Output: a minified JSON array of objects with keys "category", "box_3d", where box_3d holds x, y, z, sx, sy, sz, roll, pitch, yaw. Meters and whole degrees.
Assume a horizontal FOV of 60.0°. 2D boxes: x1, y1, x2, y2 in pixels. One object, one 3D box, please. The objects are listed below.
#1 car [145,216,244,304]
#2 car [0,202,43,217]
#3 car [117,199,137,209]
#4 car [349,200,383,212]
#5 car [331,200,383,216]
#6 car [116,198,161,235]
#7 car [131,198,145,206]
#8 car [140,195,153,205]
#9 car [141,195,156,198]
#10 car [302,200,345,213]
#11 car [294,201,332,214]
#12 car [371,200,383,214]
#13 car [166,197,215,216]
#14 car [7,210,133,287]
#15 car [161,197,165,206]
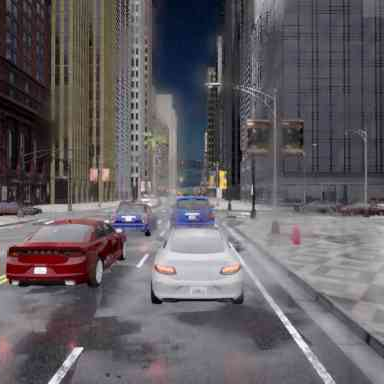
[{"category":"car","box_3d":[0.105,1.534,8.020,1.812,1.442,4.674,0,0,0]},{"category":"car","box_3d":[-17.420,1.699,32.163,5.357,1.411,2.033,0,-1,0]},{"category":"car","box_3d":[-9.810,1.776,50.877,2.033,1.411,5.357,0,0,0]},{"category":"car","box_3d":[20.853,1.641,38.719,4.313,1.339,1.947,0,0,-1]},{"category":"car","box_3d":[15.337,1.575,30.112,4.206,1.307,1.802,0,0,-1]},{"category":"car","box_3d":[-3.136,1.390,18.619,2.097,1.767,4.553,0,0,0]},{"category":"car","box_3d":[-9.774,1.824,60.786,1.812,1.442,4.674,0,0,1]},{"category":"car","box_3d":[-9.697,1.606,71.360,2.150,2.045,5.566,0,0,0]},{"category":"car","box_3d":[-6.561,1.450,50.918,2.150,2.045,5.566,0,0,0]},{"category":"car","box_3d":[15.213,1.660,38.635,4.313,1.339,1.947,0,0,-1]},{"category":"car","box_3d":[13.224,1.633,35.852,4.181,1.385,1.994,0,-1,-1]},{"category":"car","box_3d":[22.231,1.564,35.984,4.674,1.442,1.812,0,-1,-1]},{"category":"car","box_3d":[0.039,1.256,17.722,2.150,2.045,5.566,0,0,1]},{"category":"car","box_3d":[-3.145,1.488,9.392,1.882,1.535,5.008,0,0,0]},{"category":"car","box_3d":[-6.525,1.802,60.630,1.837,1.490,4.892,0,0,1]}]
